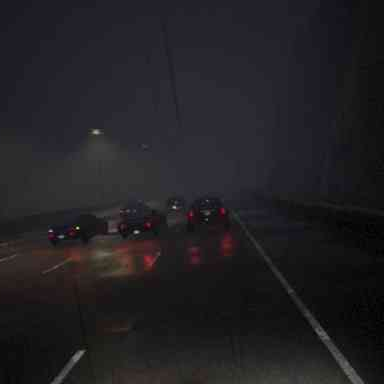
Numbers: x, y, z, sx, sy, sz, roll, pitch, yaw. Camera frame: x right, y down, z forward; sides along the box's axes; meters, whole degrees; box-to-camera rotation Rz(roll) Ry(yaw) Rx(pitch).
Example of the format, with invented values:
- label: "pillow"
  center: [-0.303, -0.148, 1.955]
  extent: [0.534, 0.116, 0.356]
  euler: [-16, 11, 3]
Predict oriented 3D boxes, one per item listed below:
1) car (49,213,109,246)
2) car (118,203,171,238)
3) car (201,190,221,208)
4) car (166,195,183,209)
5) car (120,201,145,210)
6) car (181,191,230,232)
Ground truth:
- label: "car"
  center: [-6.084, 1.901, 18.176]
  extent: [1.812, 1.442, 4.674]
  euler: [-6, 1, 4]
- label: "car"
  center: [-2.569, 1.612, 18.405]
  extent: [1.895, 1.301, 4.718]
  euler: [-6, 1, 4]
- label: "car"
  center: [2.064, 0.669, 35.741]
  extent: [1.882, 1.535, 5.008]
  euler: [-6, 1, 4]
- label: "car"
  center: [-1.526, 1.101, 34.241]
  extent: [1.837, 1.490, 4.892]
  euler: [-6, 2, 4]
- label: "car"
  center: [-5.243, 1.597, 31.005]
  extent: [2.033, 1.411, 5.357]
  euler: [-6, 1, 4]
- label: "car"
  center: [0.887, 1.009, 18.250]
  extent: [2.097, 1.767, 4.553]
  euler: [-6, 1, 4]
